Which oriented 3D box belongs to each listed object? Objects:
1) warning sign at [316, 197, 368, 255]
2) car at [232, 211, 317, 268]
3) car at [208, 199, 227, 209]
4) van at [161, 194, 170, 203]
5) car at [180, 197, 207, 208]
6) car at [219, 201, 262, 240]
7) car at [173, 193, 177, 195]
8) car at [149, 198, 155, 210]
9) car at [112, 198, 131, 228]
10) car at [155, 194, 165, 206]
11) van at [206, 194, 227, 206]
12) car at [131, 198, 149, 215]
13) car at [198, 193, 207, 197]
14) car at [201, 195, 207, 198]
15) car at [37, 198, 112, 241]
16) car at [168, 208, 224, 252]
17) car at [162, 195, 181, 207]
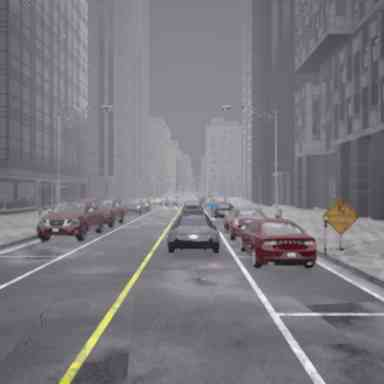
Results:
[{"bbox_3d":[5.068,1.114,11.352,1.300,1.860,1.060,0,0,0],"label":"warning sign"},{"bbox_3d":[2.668,1.544,11.140,1.887,1.381,4.507,0,0,0],"label":"car"},{"bbox_3d":[2.667,1.566,28.057,1.947,1.339,4.313,0,0,0],"label":"car"},{"bbox_3d":[-5.858,1.424,73.191,1.690,1.788,3.998,0,0,0],"label":"van"},{"bbox_3d":[0.073,1.507,29.035,1.837,1.490,4.892,0,0,0],"label":"car"},{"bbox_3d":[2.668,1.439,16.778,1.967,1.590,4.097,0,0,0],"label":"car"},{"bbox_3d":[-5.857,1.679,90.110,1.802,1.307,4.206,0,0,0],"label":"car"},{"bbox_3d":[-5.858,1.453,39.349,1.967,1.590,4.097,0,0,0],"label":"car"},{"bbox_3d":[-5.858,1.314,22.431,2.192,1.841,5.009,0,0,0],"label":"car"},{"bbox_3d":[-5.865,1.572,56.066,1.752,1.417,4.829,0,0,1],"label":"car"},{"bbox_3d":[2.666,1.346,33.696,1.690,1.788,3.998,0,0,0],"label":"van"},{"bbox_3d":[-5.858,1.445,33.711,1.967,1.590,4.097,0,0,0],"label":"car"},{"bbox_3d":[2.667,1.377,61.888,2.192,1.841,5.009,0,0,0],"label":"car"},{"bbox_3d":[2.668,1.561,50.820,1.752,1.417,4.829,0,0,1],"label":"car"},{"bbox_3d":[-5.858,1.314,16.793,2.192,1.841,5.009,0,0,0],"label":"car"},{"bbox_3d":[0.072,1.563,13.821,1.994,1.385,4.181,0,0,0],"label":"car"},{"bbox_3d":[-3.081,1.561,50.768,1.812,1.442,4.674,0,0,0],"label":"car"}]
